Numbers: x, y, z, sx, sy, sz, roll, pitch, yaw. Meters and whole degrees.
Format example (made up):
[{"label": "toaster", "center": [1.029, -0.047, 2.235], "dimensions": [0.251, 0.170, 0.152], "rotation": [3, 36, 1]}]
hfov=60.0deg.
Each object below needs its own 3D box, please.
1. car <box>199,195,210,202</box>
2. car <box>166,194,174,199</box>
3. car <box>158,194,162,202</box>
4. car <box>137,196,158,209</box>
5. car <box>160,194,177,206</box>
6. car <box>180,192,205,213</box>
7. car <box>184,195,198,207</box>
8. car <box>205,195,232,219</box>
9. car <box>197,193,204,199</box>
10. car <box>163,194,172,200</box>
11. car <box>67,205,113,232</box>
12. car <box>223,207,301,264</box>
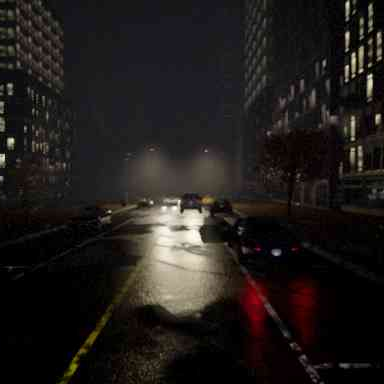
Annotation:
[{"label": "car", "center": [2.434, 1.248, 64.283], "dimensions": [1.947, 1.339, 4.313], "rotation": [-1, 0, 0]}, {"label": "car", "center": [-6.054, 1.148, 92.376], "dimensions": [1.802, 1.307, 4.206], "rotation": [-1, 0, 0]}, {"label": "car", "center": [-5.949, 1.123, 64.251], "dimensions": [1.967, 1.590, 4.097], "rotation": [-1, 0, 0]}, {"label": "car", "center": [-5.861, 1.337, 41.752], "dimensions": [2.008, 1.369, 4.403], "rotation": [-1, 0, 0]}, {"label": "car", "center": [-3.190, 1.350, 49.483], "dimensions": [1.895, 1.301, 4.718], "rotation": [0, 0, 0]}, {"label": "car", "center": [-0.085, 1.045, 34.302], "dimensions": [2.150, 2.045, 5.566], "rotation": [0, 1, 0]}, {"label": "car", "center": [-0.158, 1.235, 47.693], "dimensions": [1.882, 1.535, 5.008], "rotation": [0, 1, 0]}, {"label": "car", "center": [2.560, 1.280, 30.534], "dimensions": [1.967, 1.590, 4.097], "rotation": [-1, 0, 0]}, {"label": "car", "center": [2.325, 1.089, 92.577], "dimensions": [1.752, 1.417, 4.829], "rotation": [-1, 0, 0]}, {"label": "car", "center": [-6.011, 1.156, 81.126], "dimensions": [1.887, 1.381, 4.507], "rotation": [-1, 0, 0]}, {"label": "car", "center": [-5.776, 1.448, 19.253], "dimensions": [2.008, 1.369, 4.403], "rotation": [-1, 0, 0]}, {"label": "car", "center": [2.308, 1.463, 11.408], "dimensions": [1.812, 1.442, 4.674], "rotation": [0, 0, 0]}]
